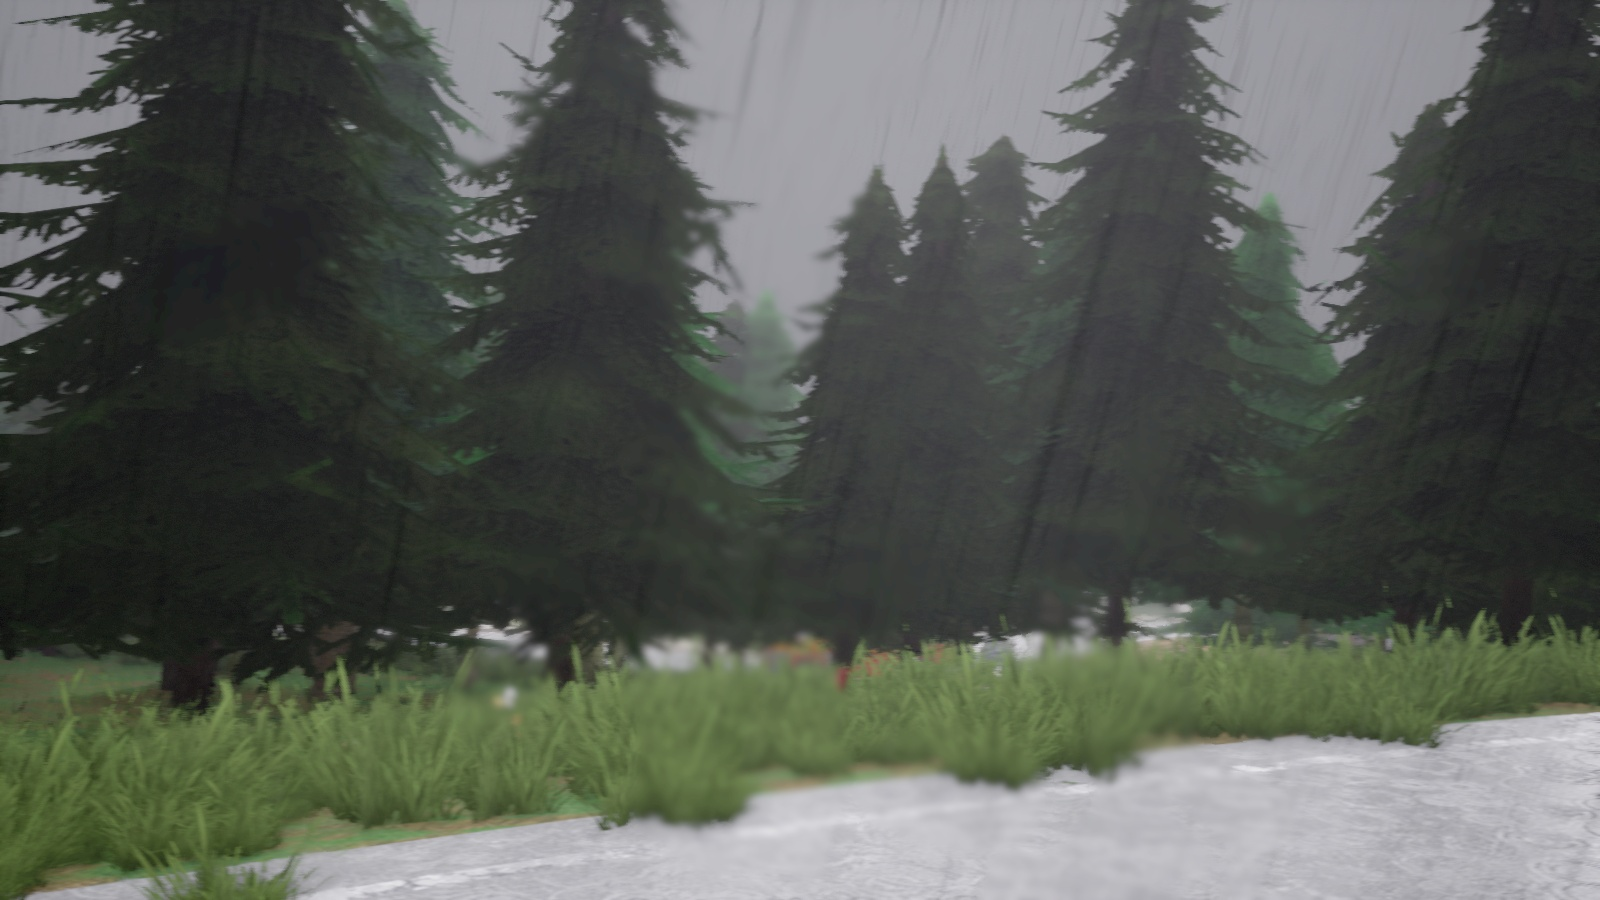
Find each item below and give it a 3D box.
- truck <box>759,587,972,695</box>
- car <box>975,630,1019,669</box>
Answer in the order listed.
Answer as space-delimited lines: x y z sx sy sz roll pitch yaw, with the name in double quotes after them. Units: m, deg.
2.765 8.218 54.139 8.468 3.827 2.891 4 -2 -9 "truck"
10.341 10.387 65.624 1.789 1.549 3.705 3 -3 15 "car"
